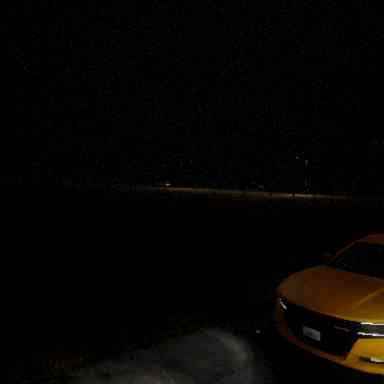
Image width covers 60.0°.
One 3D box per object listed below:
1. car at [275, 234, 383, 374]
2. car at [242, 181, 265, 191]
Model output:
[{"bbox_3d":[3.517,1.480,5.575,5.008,1.535,1.882,0,0,-35],"label":"car"},{"bbox_3d":[13.505,-1.323,72.821,2.150,2.045,5.566,2,2,-36],"label":"car"}]
